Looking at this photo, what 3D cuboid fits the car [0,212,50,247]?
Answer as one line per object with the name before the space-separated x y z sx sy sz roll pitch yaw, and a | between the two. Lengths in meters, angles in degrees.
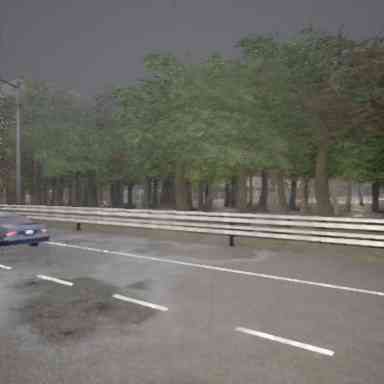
car | -8.186 1.576 14.022 5.357 1.411 2.033 0 0 36
